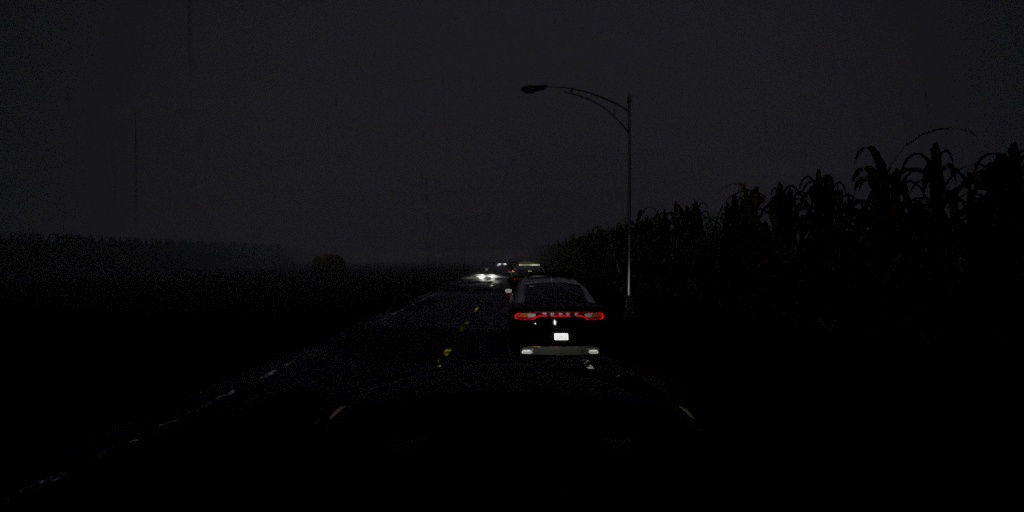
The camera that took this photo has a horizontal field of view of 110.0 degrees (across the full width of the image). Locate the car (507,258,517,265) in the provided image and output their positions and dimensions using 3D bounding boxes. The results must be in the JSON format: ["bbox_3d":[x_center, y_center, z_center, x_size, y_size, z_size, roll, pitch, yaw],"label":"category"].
[{"bbox_3d":[0.914,1.084,24.580,2.097,1.767,4.553,0,0,0],"label":"car"}]

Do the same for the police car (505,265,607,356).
[{"bbox_3d":[0.854,1.173,8.721,1.930,1.638,5.238,0,0,0],"label":"police car"}]

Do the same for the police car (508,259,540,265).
[{"bbox_3d":[0.892,1.166,18.720,1.930,1.638,5.238,0,0,0],"label":"police car"}]

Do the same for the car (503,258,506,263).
[{"bbox_3d":[0.249,1.179,51.232,2.128,1.511,4.902,0,0,1],"label":"car"}]

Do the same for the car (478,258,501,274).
[{"bbox_3d":[-2.701,1.201,40.623,2.128,1.511,4.902,0,0,0],"label":"car"}]
